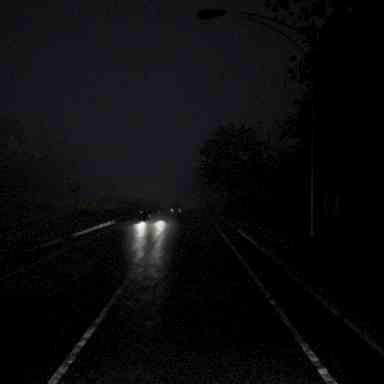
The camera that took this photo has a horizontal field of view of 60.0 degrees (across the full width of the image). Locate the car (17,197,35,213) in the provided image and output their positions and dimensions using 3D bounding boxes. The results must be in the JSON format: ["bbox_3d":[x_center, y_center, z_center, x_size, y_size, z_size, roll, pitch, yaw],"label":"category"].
[{"bbox_3d":[-23.424,1.595,41.844,5.566,2.045,2.435,0,-1,0],"label":"car"}]

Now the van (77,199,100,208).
[{"bbox_3d":[-23.250,2.691,74.916,4.442,1.987,1.878,0,-2,0],"label":"van"}]

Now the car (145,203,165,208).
[{"bbox_3d":[-10.086,3.715,91.513,5.366,1.575,1.946,0,-3,0],"label":"car"}]

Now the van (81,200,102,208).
[{"bbox_3d":[-23.480,2.831,77.816,4.442,1.987,1.878,0,-3,0],"label":"van"}]

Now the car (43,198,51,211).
[{"bbox_3d":[-23.385,2.018,47.370,4.892,1.521,2.231,0,-2,0],"label":"car"}]

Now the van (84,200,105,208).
[{"bbox_3d":[-23.478,2.958,80.458,4.442,1.987,1.878,0,-3,0],"label":"van"}]

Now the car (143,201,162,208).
[{"bbox_3d":[-10.245,3.325,85.974,4.553,1.767,2.185,0,-3,0],"label":"car"}]

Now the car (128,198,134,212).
[{"bbox_3d":[-10.323,1.842,41.603,5.008,1.535,2.097,0,-2,0],"label":"car"}]

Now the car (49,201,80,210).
[{"bbox_3d":[-23.373,2.462,61.215,4.892,1.521,2.231,0,-2,0],"label":"car"}]

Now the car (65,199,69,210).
[{"bbox_3d":[-23.379,2.279,55.552,5.008,1.535,2.097,0,-2,0],"label":"car"}]

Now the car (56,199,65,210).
[{"bbox_3d":[-23.355,2.069,52.912,4.553,1.767,2.185,0,-2,0],"label":"car"}]

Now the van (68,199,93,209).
[{"bbox_3d":[-23.254,2.502,69.527,4.442,1.987,1.878,0,-2,0],"label":"van"}]

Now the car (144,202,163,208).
[{"bbox_3d":[-10.242,3.459,88.746,4.553,1.767,2.185,0,-3,0],"label":"car"}]

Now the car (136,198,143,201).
[{"bbox_3d":[-10.283,1.759,47.156,5.566,2.045,2.435,0,-2,0],"label":"car"}]

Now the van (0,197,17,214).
[{"bbox_3d":[-23.517,1.545,38.952,4.442,1.987,1.878,0,-1,0],"label":"van"}]

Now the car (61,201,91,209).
[{"bbox_3d":[-23.189,2.636,66.753,5.366,1.575,1.946,0,-2,0],"label":"car"}]

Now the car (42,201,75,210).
[{"bbox_3d":[-23.376,2.372,58.446,5.008,1.535,2.097,0,-2,0],"label":"car"}]

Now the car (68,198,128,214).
[{"bbox_3d":[-10.136,1.700,36.063,5.366,1.575,1.946,0,-1,0],"label":"car"}]

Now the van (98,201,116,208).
[{"bbox_3d":[-23.468,3.492,91.525,4.442,1.987,1.878,0,-3,0],"label":"van"}]

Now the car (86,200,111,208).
[{"bbox_3d":[-23.330,3.066,83.226,5.566,2.045,2.435,0,-3,0],"label":"car"}]

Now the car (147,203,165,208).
[{"bbox_3d":[-10.262,3.853,94.286,4.892,1.521,2.231,0,-3,0],"label":"car"}]

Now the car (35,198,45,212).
[{"bbox_3d":[-23.209,1.927,44.604,5.366,1.575,1.946,0,-2,0],"label":"car"}]

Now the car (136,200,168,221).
[{"bbox_3d":[-3.338,1.634,28.494,1.812,1.442,4.674,0,-1,0],"label":"car"}]

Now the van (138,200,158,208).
[{"bbox_3d":[-10.167,2.824,77.659,4.442,1.987,1.878,0,-3,0],"label":"van"}]

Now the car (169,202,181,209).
[{"bbox_3d":[-3.226,2.773,68.782,1.837,1.490,4.892,0,-2,0],"label":"car"}]

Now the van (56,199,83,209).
[{"bbox_3d":[-23.493,2.325,63.991,4.442,1.987,1.878,0,-2,0],"label":"van"}]

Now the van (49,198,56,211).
[{"bbox_3d":[-23.506,1.880,50.147,4.442,1.987,1.878,0,-2,0],"label":"van"}]

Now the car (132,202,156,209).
[{"bbox_3d":[-10.318,2.842,72.126,4.792,1.488,2.163,0,-2,0],"label":"car"}]

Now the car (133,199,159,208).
[{"bbox_3d":[-10.315,2.665,74.888,5.566,2.045,2.435,0,-3,0],"label":"car"}]

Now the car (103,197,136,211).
[{"bbox_3d":[-10.346,1.798,44.382,4.553,1.767,2.185,0,-2,0],"label":"car"}]
